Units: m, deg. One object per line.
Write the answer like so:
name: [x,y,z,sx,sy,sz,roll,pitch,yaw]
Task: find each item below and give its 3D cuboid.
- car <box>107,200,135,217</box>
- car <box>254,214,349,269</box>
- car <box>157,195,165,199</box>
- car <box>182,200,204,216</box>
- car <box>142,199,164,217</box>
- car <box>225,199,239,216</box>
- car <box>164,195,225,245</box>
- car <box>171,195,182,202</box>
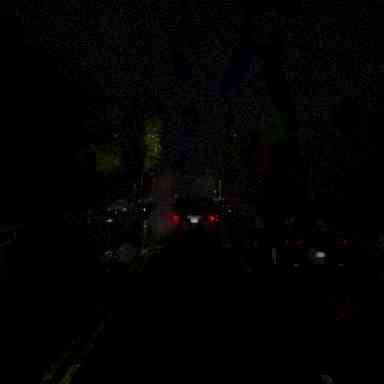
car: [-6.596,1.491,31.207,1.812,1.442,4.674,0,0,0]
car: [3.340,1.466,11.101,1.882,1.535,5.008,0,0,0]
car: [-6.496,1.365,72.377,2.033,1.411,5.357,0,0,0]
car: [0.099,1.527,32.476,1.994,1.385,4.181,0,0,0]
car: [-3.348,1.567,30.463,1.895,1.301,4.718,0,0,0]
car: [3.349,1.455,31.976,2.128,1.511,4.902,0,0,0]
car: [0.099,1.206,15.666,2.150,2.045,5.566,0,0,0]
car: [-3.247,1.354,71.960,2.128,1.511,4.902,0,0,0]
